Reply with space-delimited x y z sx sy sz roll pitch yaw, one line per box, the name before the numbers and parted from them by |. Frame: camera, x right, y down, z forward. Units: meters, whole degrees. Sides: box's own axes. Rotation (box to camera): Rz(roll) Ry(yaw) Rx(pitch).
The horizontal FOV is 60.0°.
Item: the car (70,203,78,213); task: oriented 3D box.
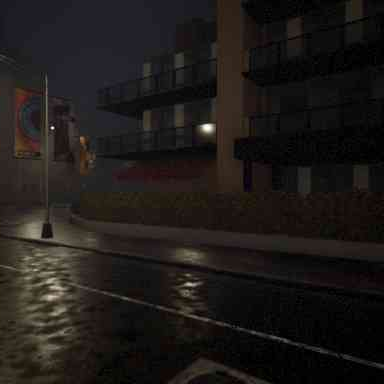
car | -9.958 1.477 33.894 1.882 1.535 5.008 0 0 35
